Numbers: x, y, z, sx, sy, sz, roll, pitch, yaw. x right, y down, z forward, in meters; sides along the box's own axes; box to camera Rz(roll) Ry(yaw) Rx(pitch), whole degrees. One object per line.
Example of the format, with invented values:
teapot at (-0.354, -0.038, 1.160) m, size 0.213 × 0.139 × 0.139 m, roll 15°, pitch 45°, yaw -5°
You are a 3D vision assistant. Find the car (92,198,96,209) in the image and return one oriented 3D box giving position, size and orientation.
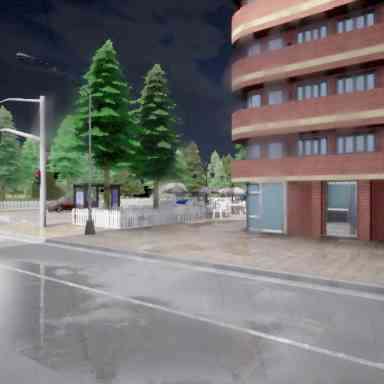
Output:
car at (-14.157, 1.294, 41.408) m, size 2.097 × 1.767 × 4.553 m, roll 0°, pitch 0°, yaw 36°

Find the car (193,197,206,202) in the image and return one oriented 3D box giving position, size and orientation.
car at (0.679, 1.506, 58.130) m, size 4.181 × 1.385 × 1.994 m, roll 0°, pitch 0°, yaw -36°

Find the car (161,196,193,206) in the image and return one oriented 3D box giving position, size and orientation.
car at (-2.687, 1.419, 50.513) m, size 1.882 × 1.535 × 5.008 m, roll 0°, pitch 0°, yaw 44°

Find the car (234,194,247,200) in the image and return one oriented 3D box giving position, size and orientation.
car at (10.346, 0.885, 60.060) m, size 5.566 × 2.045 × 2.150 m, roll 0°, pitch 0°, yaw -25°

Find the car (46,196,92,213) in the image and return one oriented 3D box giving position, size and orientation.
car at (-13.658, 1.296, 36.130) m, size 2.097 × 1.767 × 4.553 m, roll 0°, pitch 0°, yaw 36°
